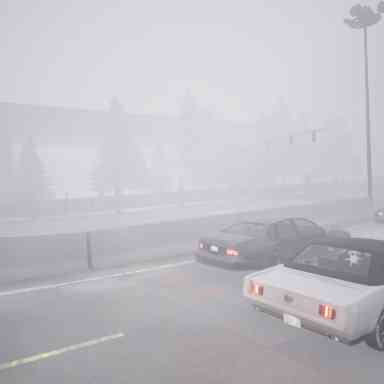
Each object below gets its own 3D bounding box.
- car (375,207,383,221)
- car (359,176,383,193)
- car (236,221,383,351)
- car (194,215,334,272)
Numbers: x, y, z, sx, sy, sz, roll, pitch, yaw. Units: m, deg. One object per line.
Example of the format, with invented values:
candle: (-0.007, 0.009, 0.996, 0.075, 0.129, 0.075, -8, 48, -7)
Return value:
car: (10.756, 0.868, 15.802, 5.357, 1.411, 2.033, -4, 2, -36)
car: (23.589, -1.024, 42.548, 5.566, 2.045, 2.150, -4, 2, -36)
car: (3.243, 1.506, 6.086, 4.718, 1.301, 1.895, -2, 1, -36)
car: (2.608, 1.400, 9.938, 5.357, 1.411, 2.033, -3, 1, -36)
